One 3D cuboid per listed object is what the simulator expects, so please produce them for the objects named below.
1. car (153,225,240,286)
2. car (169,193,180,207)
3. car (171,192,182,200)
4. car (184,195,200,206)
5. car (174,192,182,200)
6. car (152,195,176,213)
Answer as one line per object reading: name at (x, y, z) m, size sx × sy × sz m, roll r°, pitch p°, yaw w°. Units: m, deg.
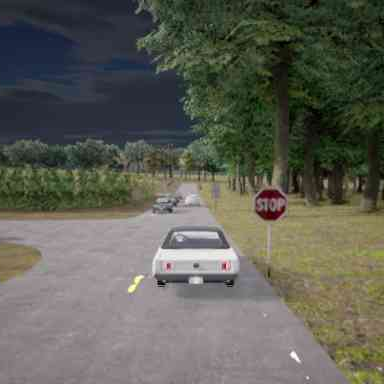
car at (0.085, 1.584, 9.278) m, size 1.895 × 1.301 × 4.718 m, roll 0°, pitch 0°, yaw 0°
car at (-2.913, 1.172, 42.820) m, size 1.994 × 1.385 × 4.181 m, roll 0°, pitch 1°, yaw 0°
car at (-2.897, 0.701, 62.410) m, size 1.994 × 1.385 × 4.181 m, roll 0°, pitch 2°, yaw 0°
car at (0.027, 1.092, 44.755) m, size 1.812 × 1.442 × 4.674 m, roll 0°, pitch 1°, yaw 0°
car at (-2.923, 0.985, 52.392) m, size 1.895 × 1.301 × 4.718 m, roll 0°, pitch 1°, yaw 0°
car at (-2.904, 1.300, 33.753) m, size 1.812 × 1.442 × 4.674 m, roll 0°, pitch 1°, yaw 0°
